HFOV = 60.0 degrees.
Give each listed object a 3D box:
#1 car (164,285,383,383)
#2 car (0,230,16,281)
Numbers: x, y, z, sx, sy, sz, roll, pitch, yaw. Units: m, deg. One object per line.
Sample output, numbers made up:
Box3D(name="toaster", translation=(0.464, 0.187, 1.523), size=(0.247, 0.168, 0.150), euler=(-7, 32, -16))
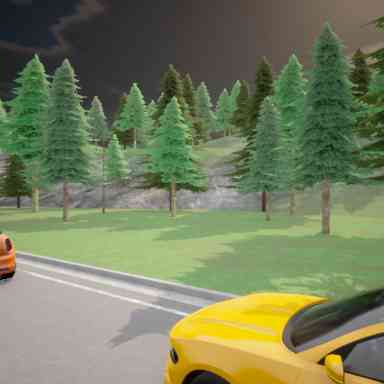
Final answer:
Box3D(name="car", translation=(2.028, 1.478, 2.545), size=(5.008, 1.535, 1.882), euler=(0, 0, 35))
Box3D(name="car", translation=(-6.621, 1.351, 8.688), size=(4.553, 1.767, 2.097), euler=(0, 0, 35))
